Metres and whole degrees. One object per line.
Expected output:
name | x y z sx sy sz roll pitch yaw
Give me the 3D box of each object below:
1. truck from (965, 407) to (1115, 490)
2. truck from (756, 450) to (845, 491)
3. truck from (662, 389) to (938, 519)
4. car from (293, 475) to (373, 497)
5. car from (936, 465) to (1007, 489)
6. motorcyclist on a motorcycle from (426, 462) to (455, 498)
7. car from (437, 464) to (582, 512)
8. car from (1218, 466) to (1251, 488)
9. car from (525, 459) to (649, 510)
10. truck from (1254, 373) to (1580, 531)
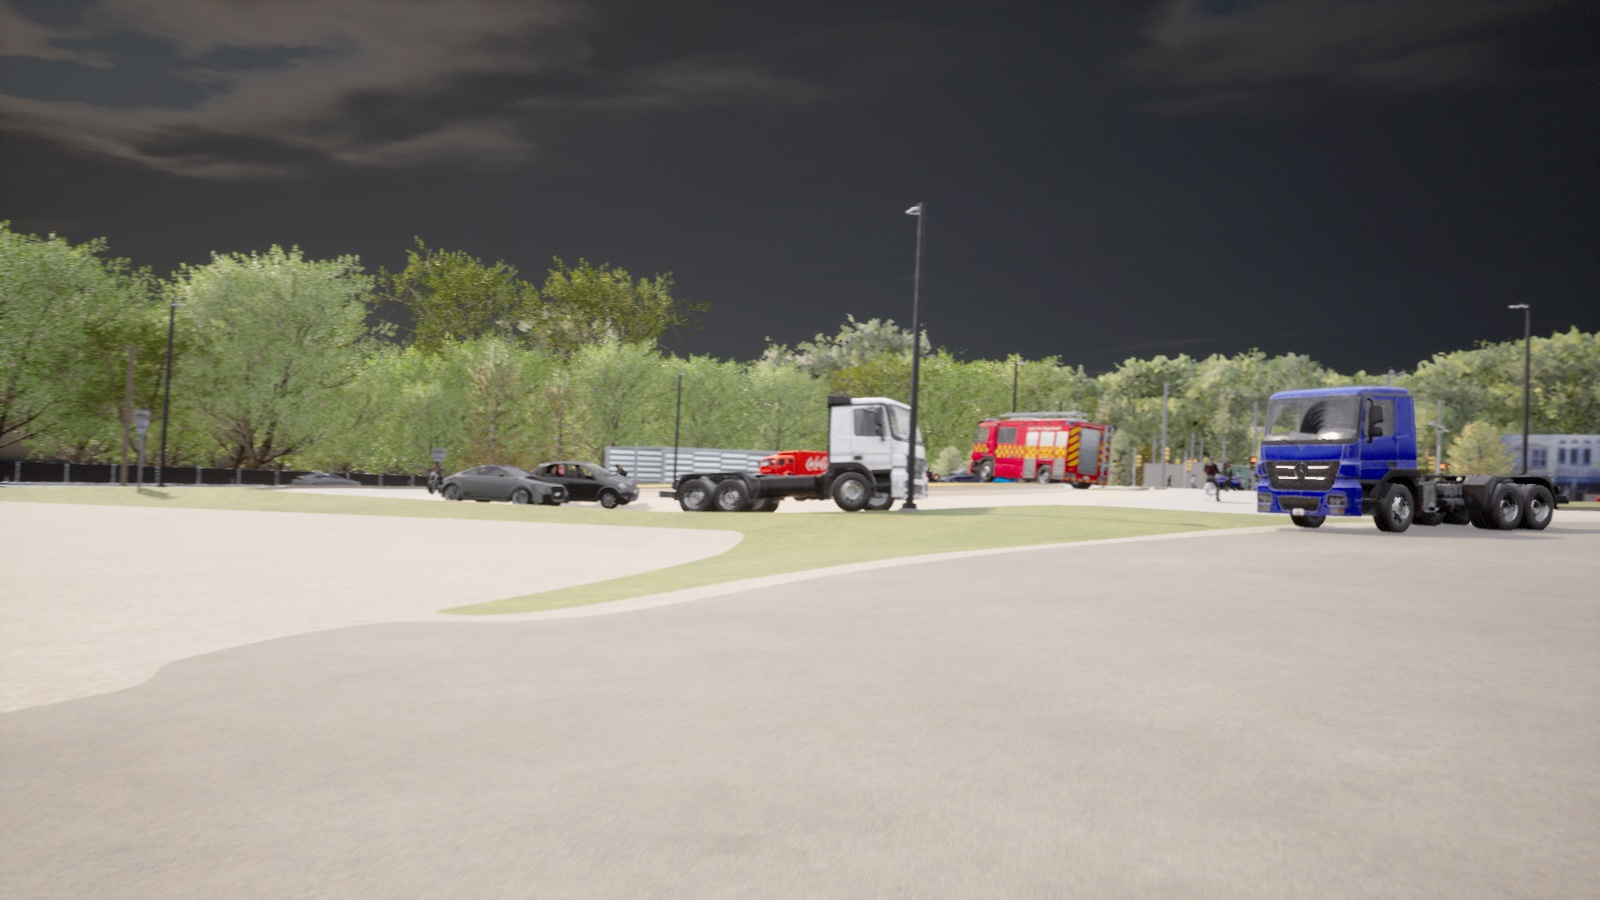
truck | 12.430 -0.077 66.025 2.891 3.827 8.468 7 -3 -26
truck | 0.063 1.301 80.736 5.204 2.467 2.627 0 -4 -40
truck | -0.023 0.262 38.681 7.936 3.462 2.891 -3 -5 21
car | -33.499 2.610 90.140 2.128 1.511 4.902 0 -2 45
car | 11.130 1.734 81.427 4.193 1.474 1.816 0 0 -13
motorcyclist on a motorcycle | -16.906 1.424 59.146 0.766 1.649 2.350 0 -1 -3
car | -9.564 1.255 41.408 4.181 1.385 1.994 1 -2 21
car | 31.344 1.932 90.584 1.816 1.474 4.193 1 -1 25
car | -7.614 1.217 45.033 3.988 1.617 1.851 0 3 10
truck | 15.123 0.083 30.688 7.936 3.462 2.891 0 -1 -26
